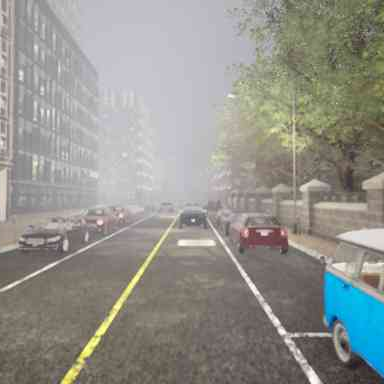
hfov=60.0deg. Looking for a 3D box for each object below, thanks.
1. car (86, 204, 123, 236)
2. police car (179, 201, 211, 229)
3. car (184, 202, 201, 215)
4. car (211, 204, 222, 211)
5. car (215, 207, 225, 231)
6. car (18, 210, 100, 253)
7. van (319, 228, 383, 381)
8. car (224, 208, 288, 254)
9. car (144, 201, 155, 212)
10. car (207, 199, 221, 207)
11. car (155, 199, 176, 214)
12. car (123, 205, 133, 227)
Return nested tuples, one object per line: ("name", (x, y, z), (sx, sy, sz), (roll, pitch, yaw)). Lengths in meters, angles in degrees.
("car", (-5.704, 1.651, 19.723), (1.967, 1.590, 4.097), (1, -1, 0))
("police car", (0.073, 1.681, 24.188), (1.930, 1.638, 5.238), (0, 0, 0))
("car", (0.051, 1.974, 41.511), (2.033, 1.411, 5.357), (0, -1, 0))
("car", (2.669, 1.848, 25.183), (1.802, 1.307, 4.206), (1, -1, 0))
("car", (2.676, 1.777, 19.706), (1.947, 1.339, 4.313), (1, -1, 0))
("car", (-5.699, 1.705, 14.247), (2.008, 1.369, 4.403), (1, -1, 0))
("van", (2.697, 1.378, 3.272), (1.690, 1.788, 3.998), (1, -1, 0))
("car", (2.683, 1.594, 14.228), (1.967, 1.590, 4.097), (1, -1, 0))
("car", (-5.737, 2.031, 47.092), (2.008, 1.369, 4.403), (1, -1, 0))
("car", (2.652, 1.743, 41.622), (2.192, 1.841, 5.009), (1, -1, 0))
("car", (-3.119, 1.951, 41.401), (1.812, 1.442, 4.674), (0, -1, 0))
("car", (-5.710, 1.706, 25.197), (1.967, 1.590, 4.097), (1, -1, 0))
